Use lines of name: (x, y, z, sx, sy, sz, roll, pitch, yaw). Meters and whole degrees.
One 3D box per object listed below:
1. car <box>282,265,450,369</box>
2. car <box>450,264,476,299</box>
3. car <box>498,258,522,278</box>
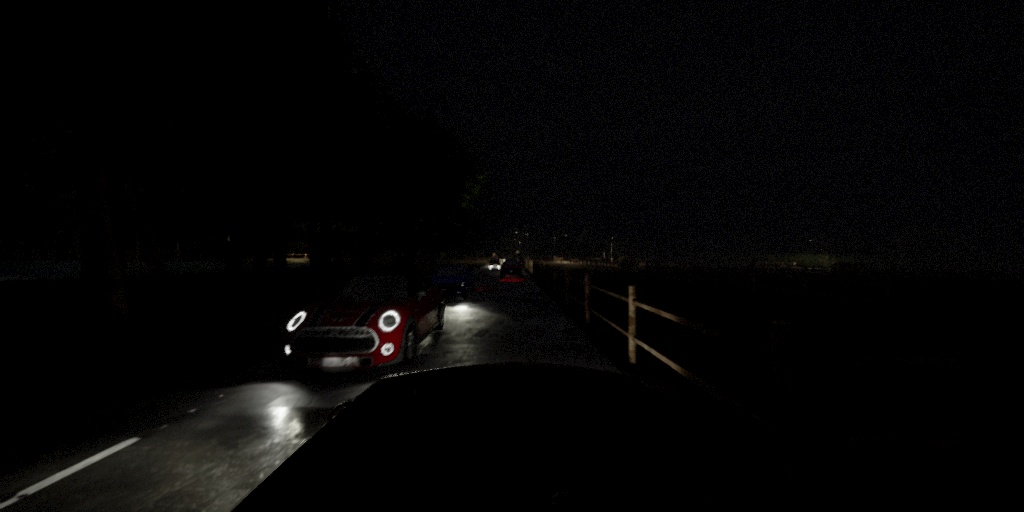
car: (-2.875, 1.089, 7.964, 2.097, 1.767, 4.553, 0, 0, 0)
car: (-2.933, 1.178, 17.954, 1.882, 1.535, 5.008, 0, 0, 0)
car: (-0.073, 1.107, 32.402, 1.882, 1.535, 5.008, 0, 0, -1)
